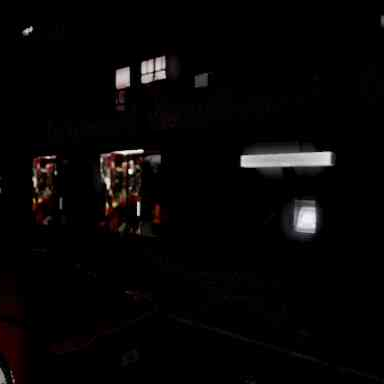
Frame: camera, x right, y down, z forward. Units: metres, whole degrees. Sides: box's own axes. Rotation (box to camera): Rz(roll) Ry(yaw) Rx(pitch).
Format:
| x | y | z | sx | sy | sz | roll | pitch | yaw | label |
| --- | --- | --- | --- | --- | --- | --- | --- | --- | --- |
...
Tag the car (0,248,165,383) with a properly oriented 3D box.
| x | y | z | sx | sy | sz | roll | pitch | yaw | label |
| --- | --- | --- | --- | --- | --- | --- | --- | --- | --- |
| -2.423 | 1.460 | 4.596 | 4.507 | 1.381 | 1.887 | 1 | 1 | 35 | car |
